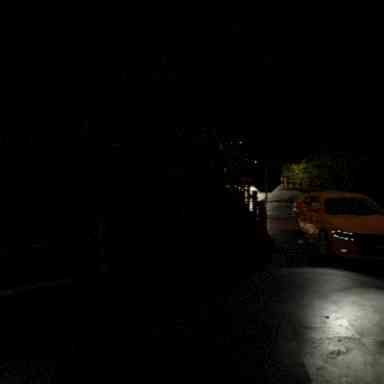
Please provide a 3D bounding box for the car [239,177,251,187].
[{"bbox_3d":[8.422,-1.641,53.273,1.812,1.442,4.674,0,3,5],"label":"car"}]

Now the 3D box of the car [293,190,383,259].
[{"bbox_3d":[4.270,0.753,9.592,1.882,1.535,5.008,0,4,5],"label":"car"}]
